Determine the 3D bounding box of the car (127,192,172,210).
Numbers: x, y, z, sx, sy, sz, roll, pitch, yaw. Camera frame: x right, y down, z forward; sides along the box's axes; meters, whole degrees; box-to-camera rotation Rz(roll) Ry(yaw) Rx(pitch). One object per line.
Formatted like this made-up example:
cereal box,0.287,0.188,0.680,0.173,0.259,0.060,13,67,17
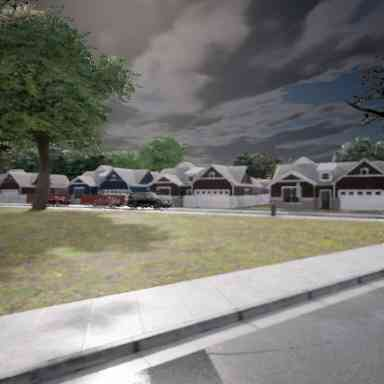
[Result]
car,-5.031,1.046,39.178,5.566,2.045,2.150,0,0,28

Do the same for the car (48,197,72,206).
car,-20.642,1.371,50.470,4.718,1.301,1.895,0,0,27

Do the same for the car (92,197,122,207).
car,-11.787,1.367,45.936,4.181,1.385,1.994,0,0,28
